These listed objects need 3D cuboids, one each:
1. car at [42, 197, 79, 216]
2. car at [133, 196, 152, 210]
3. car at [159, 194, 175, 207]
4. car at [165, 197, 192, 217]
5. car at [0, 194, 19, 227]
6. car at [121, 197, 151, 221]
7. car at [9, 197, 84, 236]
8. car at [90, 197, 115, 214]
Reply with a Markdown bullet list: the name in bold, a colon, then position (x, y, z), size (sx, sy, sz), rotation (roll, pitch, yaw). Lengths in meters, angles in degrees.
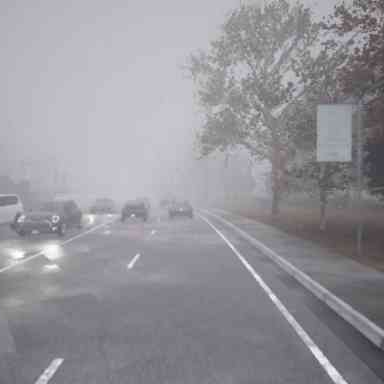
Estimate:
- **car**: position (-11.896, 1.264, 30.446), size (1.882, 1.535, 5.008), rotation (0, 0, -6)
- **car**: position (-6.003, 1.255, 40.106), size (2.033, 1.411, 5.357), rotation (0, 0, -9)
- **car**: position (-3.222, 1.027, 44.351), size (2.097, 1.767, 4.553), rotation (0, 0, -10)
- **car**: position (-1.066, 1.365, 28.997), size (1.994, 1.385, 4.181), rotation (0, 0, -5)
- **car**: position (-10.818, 1.120, 17.314), size (2.150, 2.045, 5.566), rotation (0, 0, -3)
- **car**: position (-4.276, 1.336, 25.451), size (1.837, 1.490, 4.892), rotation (0, 1, -4)
- **car**: position (-7.328, 1.248, 17.600), size (2.097, 1.767, 4.553), rotation (0, 0, -3)
- **car**: position (-8.546, 1.280, 32.144), size (1.837, 1.490, 4.892), rotation (0, 0, -6)
